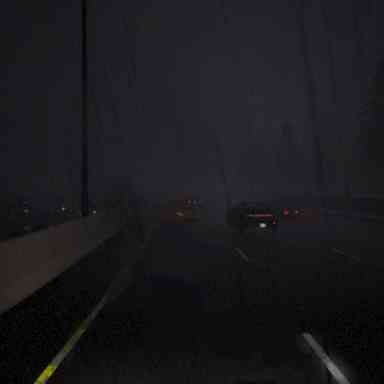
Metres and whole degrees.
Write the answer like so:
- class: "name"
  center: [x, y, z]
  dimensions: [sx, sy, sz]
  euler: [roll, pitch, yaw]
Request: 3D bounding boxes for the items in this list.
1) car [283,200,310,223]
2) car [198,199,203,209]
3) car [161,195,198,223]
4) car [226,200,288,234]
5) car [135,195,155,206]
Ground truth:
- class: "car"
  center: [6.018, 1.258, 22.713]
  dimensions: [2.033, 1.411, 5.357]
  euler: [0, 1, -8]
- class: "car"
  center: [-0.376, 1.082, 36.749]
  dimensions: [2.033, 1.411, 5.357]
  euler: [0, 1, -16]
- class: "car"
  center: [-1.072, 1.189, 22.743]
  dimensions: [1.882, 1.535, 5.008]
  euler: [0, 1, -8]
- class: "car"
  center: [3.028, 1.267, 17.629]
  dimensions: [2.128, 1.511, 4.902]
  euler: [0, 1, -5]
- class: "car"
  center: [-6.032, 1.023, 42.809]
  dimensions: [1.994, 1.385, 4.181]
  euler: [0, 1, -19]
